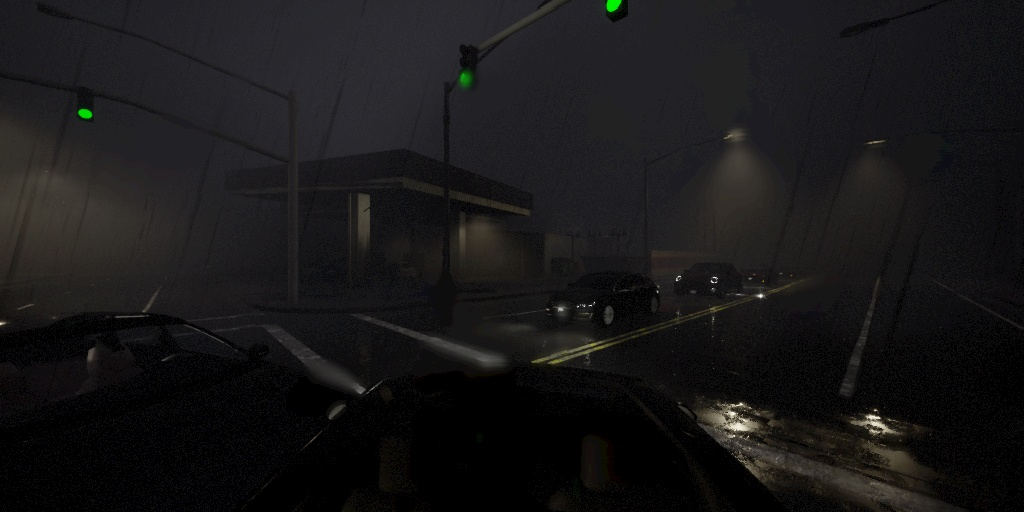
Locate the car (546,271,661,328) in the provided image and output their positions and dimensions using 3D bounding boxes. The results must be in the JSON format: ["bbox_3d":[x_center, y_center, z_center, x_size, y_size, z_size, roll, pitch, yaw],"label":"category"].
[{"bbox_3d":[3.115,1.255,11.627,4.892,1.490,1.837,0,0,-44],"label":"car"}]

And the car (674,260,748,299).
[{"bbox_3d":[10.092,1.102,18.333,4.553,1.767,2.097,0,0,-44],"label":"car"}]

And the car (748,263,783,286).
[{"bbox_3d":[17.157,1.314,25.102,4.181,1.385,1.994,0,0,-45],"label":"car"}]

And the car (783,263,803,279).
[{"bbox_3d":[24.432,1.314,32.009,4.181,1.385,1.994,0,0,-43],"label":"car"}]

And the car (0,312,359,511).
[{"bbox_3d":[-3.368,1.242,2.739,4.902,1.511,2.128,0,0,16],"label":"car"}]
